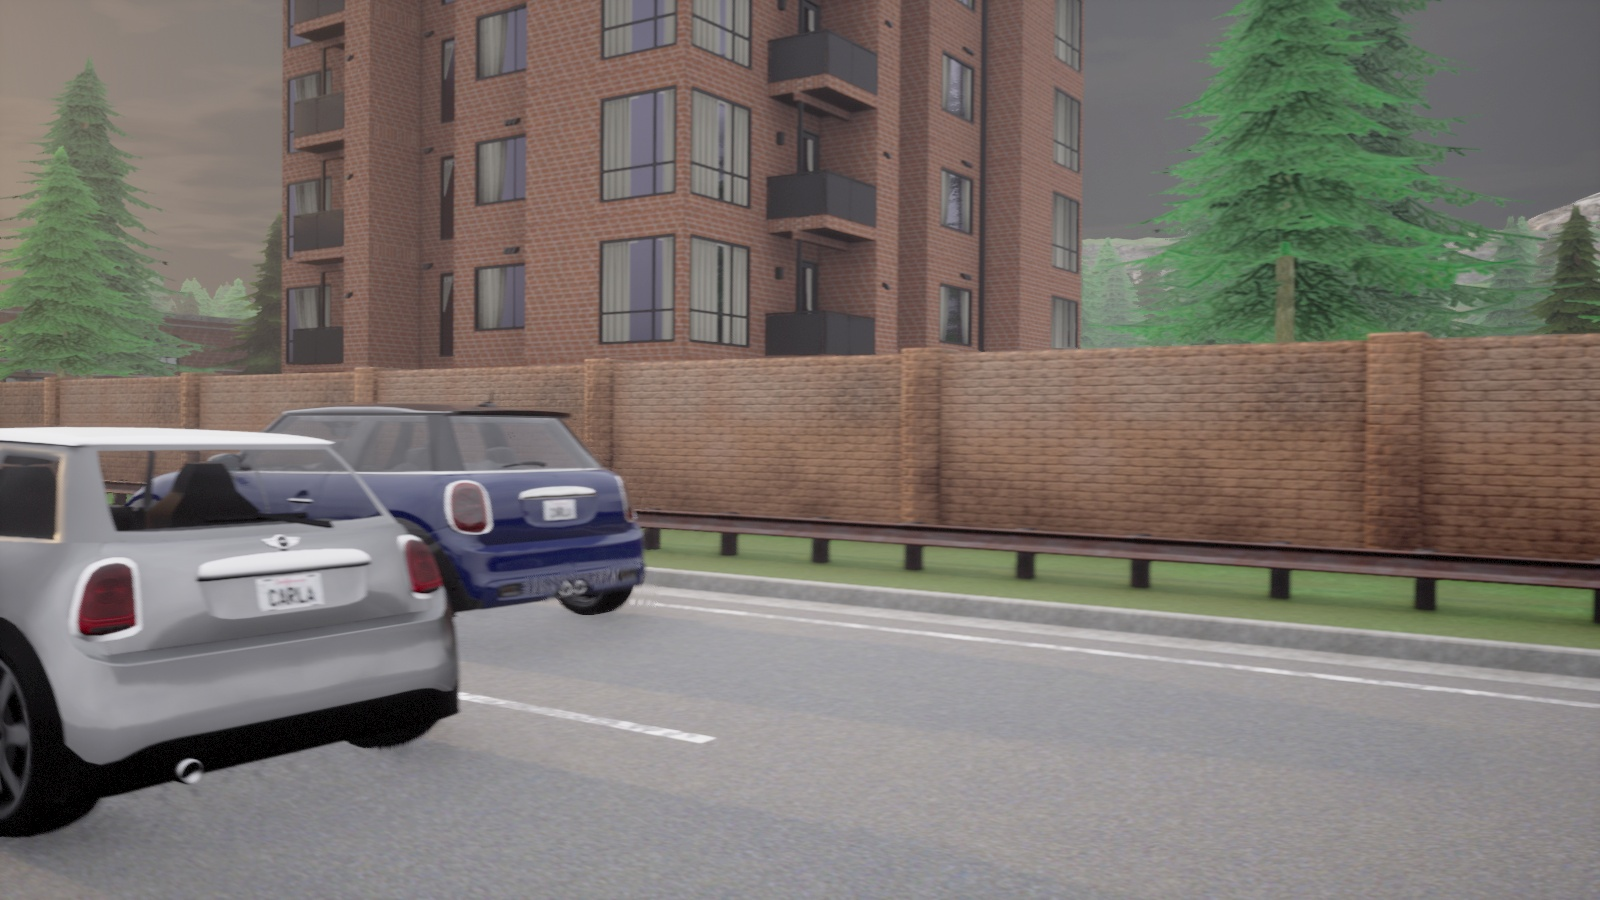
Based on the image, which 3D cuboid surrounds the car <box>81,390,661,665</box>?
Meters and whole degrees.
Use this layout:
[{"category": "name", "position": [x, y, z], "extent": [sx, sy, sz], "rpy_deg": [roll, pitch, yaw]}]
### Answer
[{"category": "car", "position": [-3.568, 0.483, 10.193], "extent": [4.553, 1.767, 2.097], "rpy_deg": [0, 1, 34]}]

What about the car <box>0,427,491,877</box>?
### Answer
[{"category": "car", "position": [-3.556, 0.647, 5.986], "extent": [3.806, 1.475, 1.970], "rpy_deg": [0, 1, 34]}]
